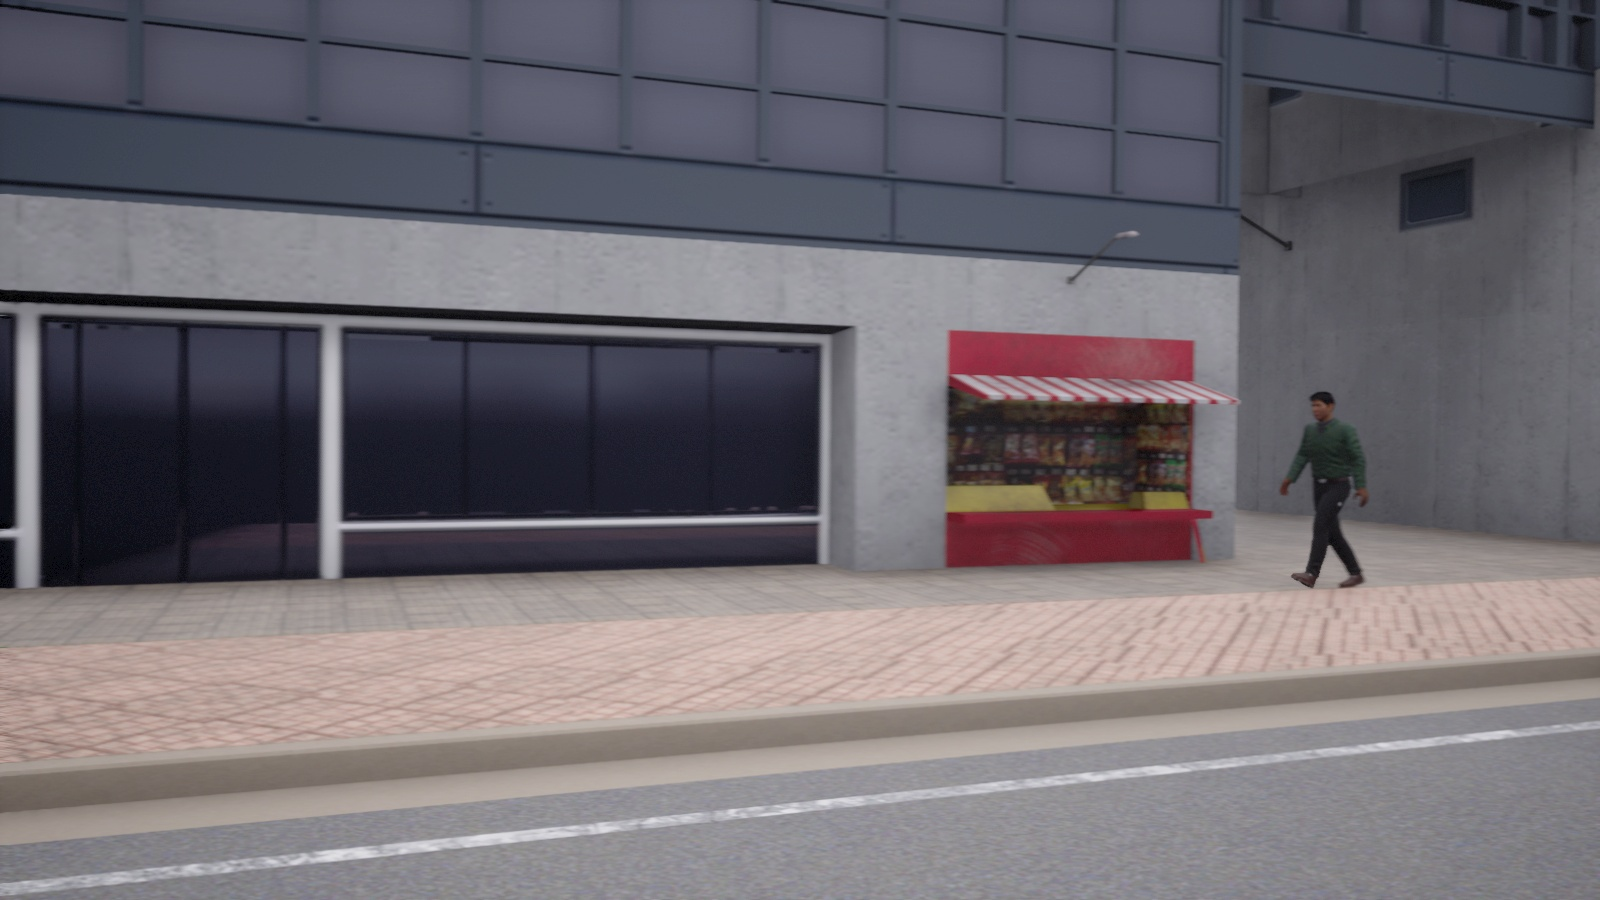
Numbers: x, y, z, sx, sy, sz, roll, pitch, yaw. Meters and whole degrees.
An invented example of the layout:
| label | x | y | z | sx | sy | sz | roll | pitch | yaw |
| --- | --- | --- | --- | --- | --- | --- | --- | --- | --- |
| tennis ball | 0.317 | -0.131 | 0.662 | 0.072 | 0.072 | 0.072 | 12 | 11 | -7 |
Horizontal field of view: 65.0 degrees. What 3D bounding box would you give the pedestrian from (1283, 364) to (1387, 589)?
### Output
| label | x | y | z | sx | sy | sz | roll | pitch | yaw |
| --- | --- | --- | --- | --- | --- | --- | --- | --- | --- |
| pedestrian | 4.789 | 0.222 | 11.238 | 0.788 | 1.949 | 0.423 | -1 | 1 | -23 |
